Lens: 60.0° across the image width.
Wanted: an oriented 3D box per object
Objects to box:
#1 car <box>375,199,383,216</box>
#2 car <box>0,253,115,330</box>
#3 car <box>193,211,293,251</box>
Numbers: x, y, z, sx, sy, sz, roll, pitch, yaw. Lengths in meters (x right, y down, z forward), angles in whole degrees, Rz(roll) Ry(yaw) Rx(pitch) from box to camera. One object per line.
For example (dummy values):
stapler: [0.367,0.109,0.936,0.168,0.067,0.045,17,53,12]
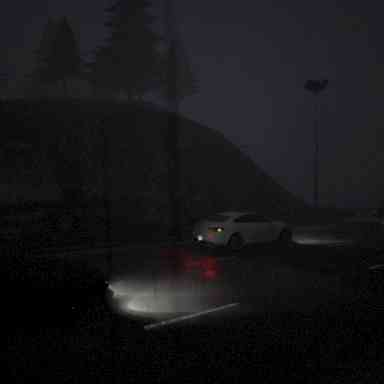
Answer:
car: [18.350,1.433,31.006,2.128,1.511,4.902,0,0,26]
car: [-4.030,1.548,5.171,5.357,1.411,2.033,0,0,-35]
car: [2.190,1.508,13.910,4.674,1.442,1.812,0,0,-36]
